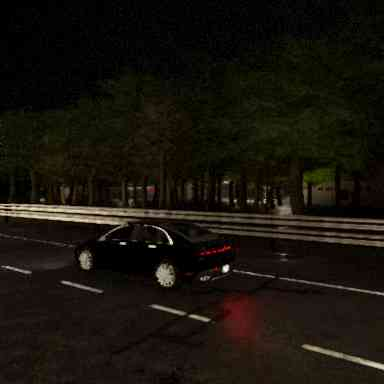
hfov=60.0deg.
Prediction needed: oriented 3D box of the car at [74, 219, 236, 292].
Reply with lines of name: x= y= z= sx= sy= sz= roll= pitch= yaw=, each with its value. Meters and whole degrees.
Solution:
car: x=-1.197 y=1.507 z=9.026 sx=4.892 sy=1.490 sz=1.837 roll=0 pitch=0 yaw=36
